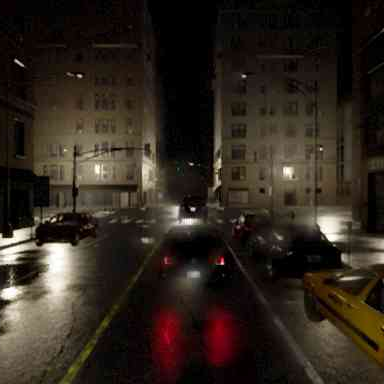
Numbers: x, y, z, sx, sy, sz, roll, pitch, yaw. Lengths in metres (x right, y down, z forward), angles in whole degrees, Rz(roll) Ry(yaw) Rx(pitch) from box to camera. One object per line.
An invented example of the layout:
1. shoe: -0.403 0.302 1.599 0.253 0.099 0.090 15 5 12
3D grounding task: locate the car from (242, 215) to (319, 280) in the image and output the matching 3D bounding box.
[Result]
1. car: 2.872 1.602 9.877 1.947 1.339 4.313 -1 0 0

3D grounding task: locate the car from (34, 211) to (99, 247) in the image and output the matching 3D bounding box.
1. car: -5.669 1.601 15.467 1.887 1.381 4.507 -1 0 0

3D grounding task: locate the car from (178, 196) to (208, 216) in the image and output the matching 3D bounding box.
1. car: 0.088 1.318 26.118 2.150 2.045 5.566 0 0 0

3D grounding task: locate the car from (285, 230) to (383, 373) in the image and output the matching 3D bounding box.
1. car: 2.866 1.542 4.461 1.752 1.417 4.829 -1 0 0

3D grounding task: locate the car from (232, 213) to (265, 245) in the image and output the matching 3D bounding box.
1. car: 2.877 1.639 15.462 1.802 1.307 4.206 -1 0 0

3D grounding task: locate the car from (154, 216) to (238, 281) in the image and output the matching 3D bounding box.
1. car: 0.067 1.638 9.968 1.895 1.301 4.718 0 0 0
